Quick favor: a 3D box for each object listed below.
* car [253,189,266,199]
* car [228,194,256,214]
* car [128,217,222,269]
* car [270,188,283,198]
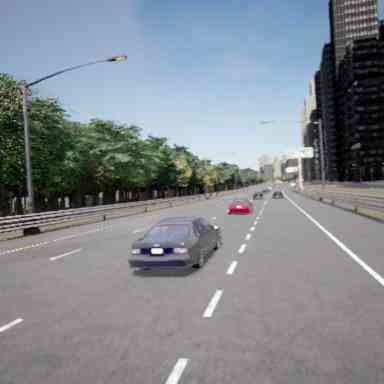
[{"bbox_3d":[12.769,0.567,64.040,1.837,1.490,4.892,-3,0,14],"label":"car"},{"bbox_3d":[4.515,1.224,30.519,1.994,1.385,4.181,-3,0,14],"label":"car"},{"bbox_3d":[-0.300,1.540,11.084,2.033,1.411,5.357,-3,0,14],"label":"car"},{"bbox_3d":[16.068,0.376,62.415,1.837,1.490,4.892,-3,0,14],"label":"car"}]
